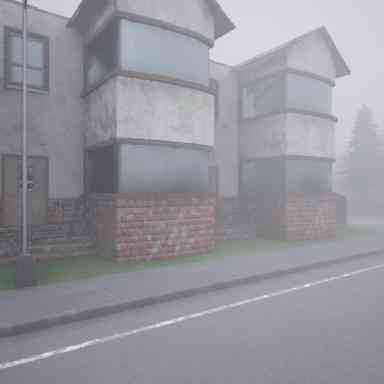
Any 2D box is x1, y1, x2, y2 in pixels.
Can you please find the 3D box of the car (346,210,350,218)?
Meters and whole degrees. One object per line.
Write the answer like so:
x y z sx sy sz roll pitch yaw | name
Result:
10.280 1.506 27.101 1.837 1.490 4.892 0 0 -35 | car
